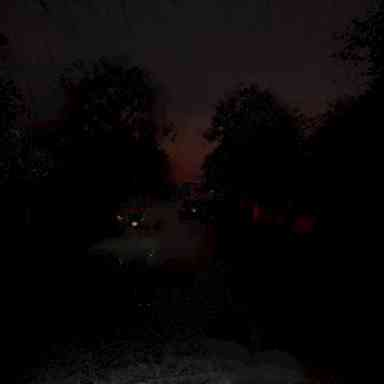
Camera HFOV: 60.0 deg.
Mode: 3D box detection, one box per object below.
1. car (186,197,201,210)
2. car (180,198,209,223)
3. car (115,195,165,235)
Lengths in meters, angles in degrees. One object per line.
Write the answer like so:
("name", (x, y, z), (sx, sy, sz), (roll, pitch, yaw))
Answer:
("car", (0.224, 1.456, 43.007), (1.882, 1.535, 5.008), (0, 0, 0))
("car", (0.160, 1.337, 25.520), (2.097, 1.767, 4.553), (0, 0, 0))
("car", (-2.770, 1.214, 19.009), (2.150, 2.045, 5.566), (0, 0, 1))
